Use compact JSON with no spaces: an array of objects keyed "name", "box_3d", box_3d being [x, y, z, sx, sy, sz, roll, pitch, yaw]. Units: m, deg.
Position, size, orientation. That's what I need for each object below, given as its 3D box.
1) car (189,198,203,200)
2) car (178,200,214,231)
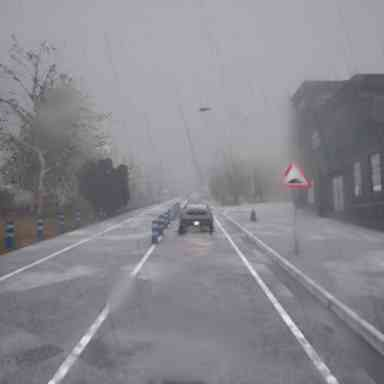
[{"name":"car","box_3d":[0.339,1.309,37.227,1.994,1.385,4.181,-2,0,1]},{"name":"car","box_3d":[0.242,1.378,19.397,1.837,1.490,4.892,0,-1,0]}]
